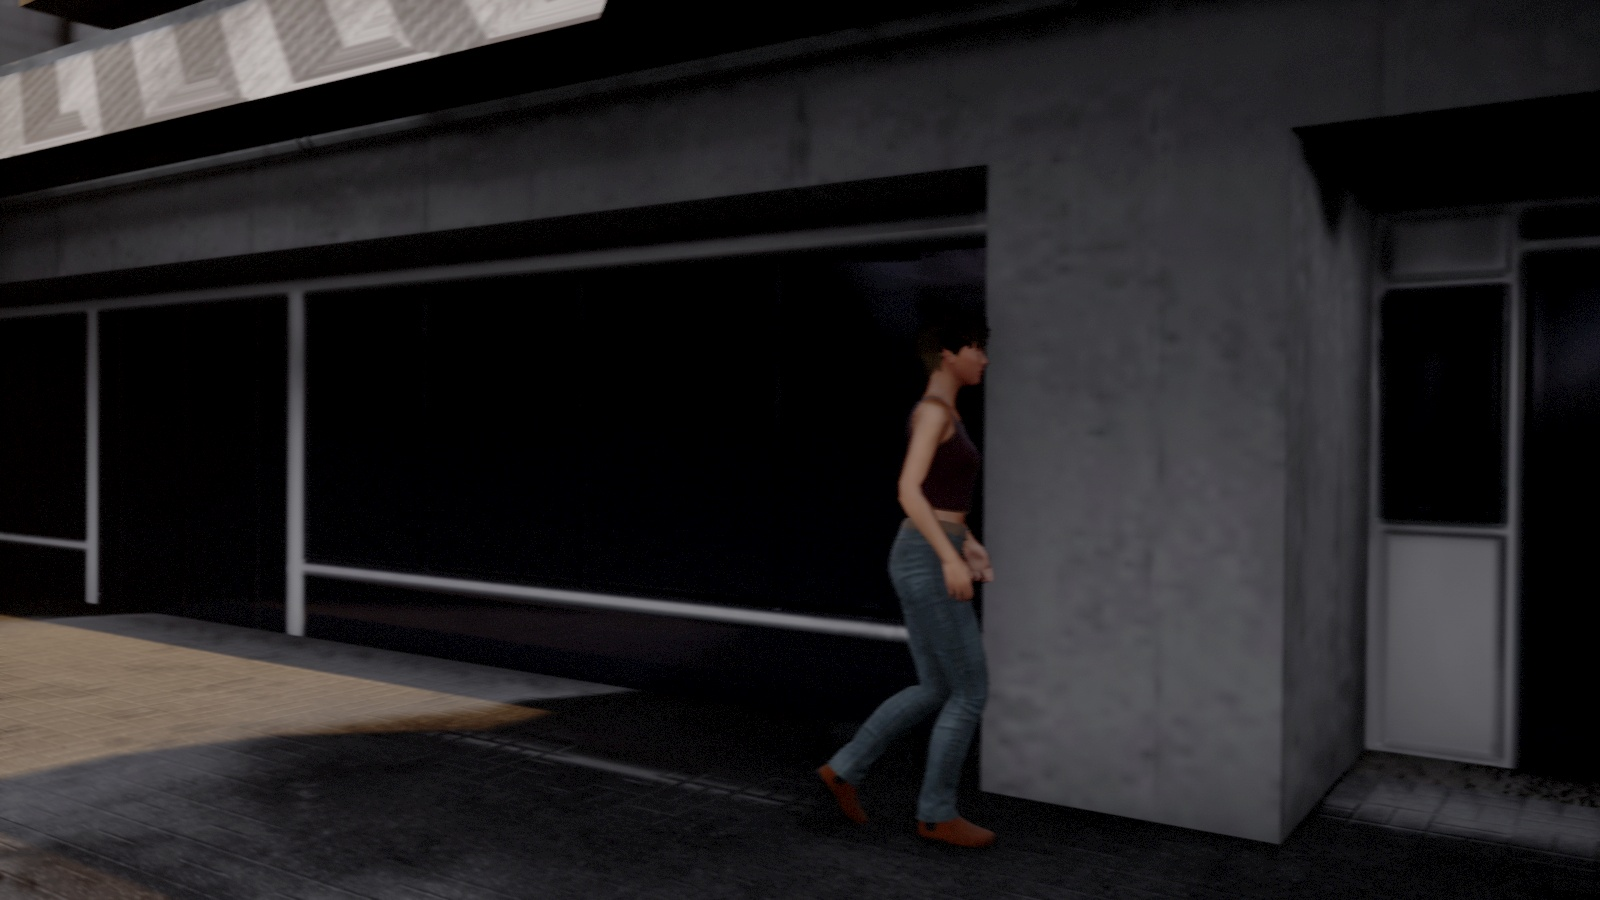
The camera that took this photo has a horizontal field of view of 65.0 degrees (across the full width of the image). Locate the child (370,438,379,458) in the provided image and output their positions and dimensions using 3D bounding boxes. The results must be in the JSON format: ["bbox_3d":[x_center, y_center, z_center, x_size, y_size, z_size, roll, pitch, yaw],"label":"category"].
[{"bbox_3d":[-27.407,-0.136,80.896,0.270,1.263,0.437,0,1,32],"label":"child"}]

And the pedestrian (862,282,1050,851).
[{"bbox_3d":[0.516,0.379,4.237,0.594,1.836,0.345,0,1,4],"label":"pedestrian"}]
